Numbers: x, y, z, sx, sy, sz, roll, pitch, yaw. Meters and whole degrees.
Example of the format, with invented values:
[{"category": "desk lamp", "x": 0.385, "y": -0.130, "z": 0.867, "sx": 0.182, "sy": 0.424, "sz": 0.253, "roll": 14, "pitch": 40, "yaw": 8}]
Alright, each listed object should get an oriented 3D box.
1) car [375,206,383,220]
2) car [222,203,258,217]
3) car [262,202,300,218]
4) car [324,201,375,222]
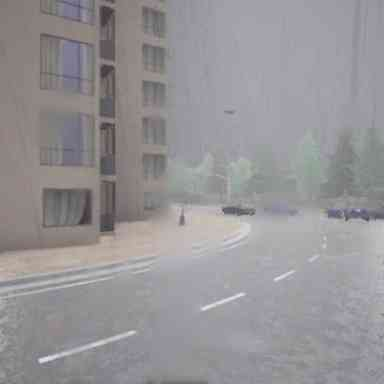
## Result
[{"category": "car", "x": 16.850, "y": 1.755, "z": 27.936, "sx": 1.994, "sy": 1.385, "sz": 4.181, "roll": 0, "pitch": 0, "yaw": -2}, {"category": "car", "x": 5.013, "y": 1.885, "z": 35.006, "sx": 1.895, "sy": 1.301, "sz": 4.718, "roll": 0, "pitch": -1, "yaw": -21}, {"category": "car", "x": 8.946, "y": 1.740, "z": 33.692, "sx": 1.882, "sy": 1.535, "sz": 5.008, "roll": 0, "pitch": -1, "yaw": -16}, {"category": "car", "x": 13.353, "y": 1.562, "z": 28.960, "sx": 2.097, "sy": 1.767, "sz": 4.553, "roll": 0, "pitch": 0, "yaw": -3}]
